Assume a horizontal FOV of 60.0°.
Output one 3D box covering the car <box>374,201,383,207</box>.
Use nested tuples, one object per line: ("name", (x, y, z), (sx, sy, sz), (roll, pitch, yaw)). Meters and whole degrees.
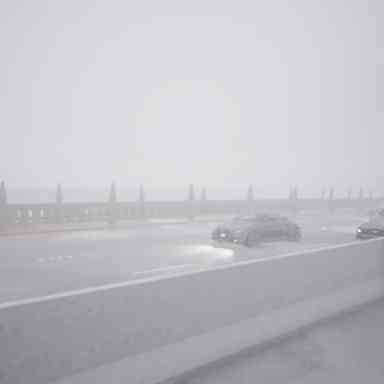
("car", (17.485, 1.527, 29.550), (4.674, 1.442, 1.812), (0, 0, -37))

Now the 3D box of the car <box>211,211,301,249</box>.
("car", (2.882, 1.564, 14.651), (4.181, 1.385, 1.994), (0, 0, -36))

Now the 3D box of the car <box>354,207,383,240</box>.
("car", (9.619, 1.548, 15.162), (5.357, 1.411, 2.033), (0, 0, -36))
